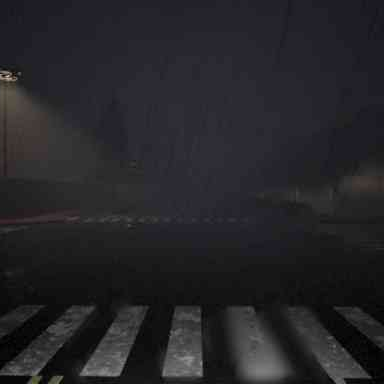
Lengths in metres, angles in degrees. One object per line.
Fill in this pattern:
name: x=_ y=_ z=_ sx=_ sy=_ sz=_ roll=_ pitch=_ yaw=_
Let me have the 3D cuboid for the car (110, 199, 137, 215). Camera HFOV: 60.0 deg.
car: x=-6.840 y=1.484 z=33.520 sx=1.882 sy=1.535 sz=5.008 roll=0 pitch=0 yaw=1

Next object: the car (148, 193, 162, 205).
car: x=-6.610 y=1.225 z=60.206 sx=2.150 sy=2.045 sz=5.566 roll=0 pitch=0 yaw=1
